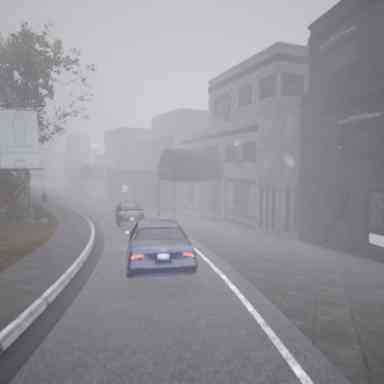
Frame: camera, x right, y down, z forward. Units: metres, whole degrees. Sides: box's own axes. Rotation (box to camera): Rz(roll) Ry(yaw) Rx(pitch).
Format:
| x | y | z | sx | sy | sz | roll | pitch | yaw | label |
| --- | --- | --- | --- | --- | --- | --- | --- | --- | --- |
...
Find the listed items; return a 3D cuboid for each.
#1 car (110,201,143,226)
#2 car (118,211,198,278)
| x | y | z | sx | sy | sz | roll | pitch | yaw | label |
| --- | --- | --- | --- | --- | --- | --- | --- | --- | --- |
| -4.573 | 1.407 | 23.199 | 2.128 | 1.511 | 4.902 | -1 | 2 | -19 | car |
| -1.072 | 1.554 | 10.272 | 2.033 | 1.411 | 5.357 | -1 | 0 | -9 | car |
